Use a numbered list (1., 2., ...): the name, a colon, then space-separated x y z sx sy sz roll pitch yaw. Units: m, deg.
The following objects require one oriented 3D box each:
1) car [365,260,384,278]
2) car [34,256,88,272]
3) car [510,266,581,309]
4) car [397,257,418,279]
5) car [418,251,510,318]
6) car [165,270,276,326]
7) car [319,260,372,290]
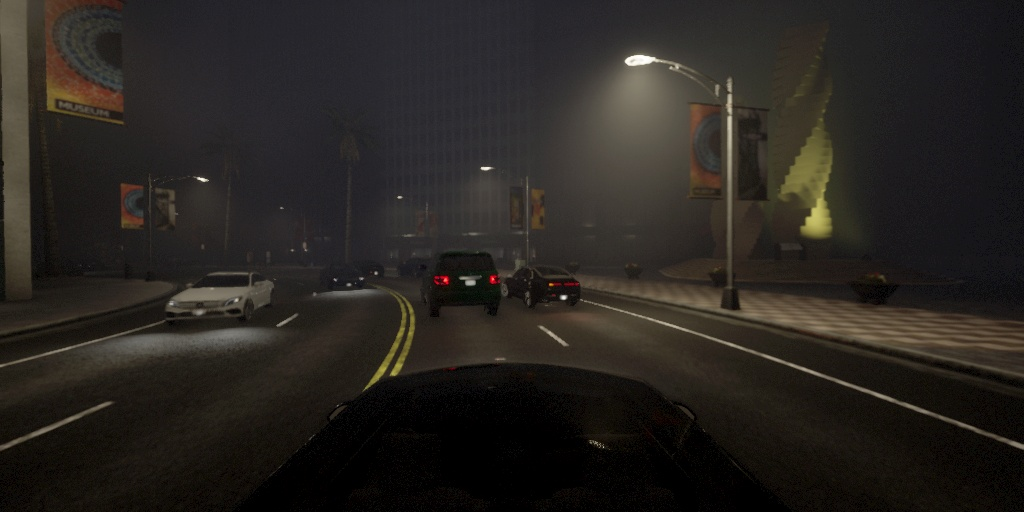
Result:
1. car: -12.075 1.047 29.125 1.837 1.490 4.892 0 0 -44
2. car: -48.915 0.983 38.704 4.553 1.767 2.097 0 1 18
3. car: 1.023 1.125 14.458 1.837 1.490 4.892 0 0 -18
4. car: -7.764 0.868 29.548 2.097 1.767 4.553 -1 1 -40
5. car: -1.998 0.868 12.837 2.150 2.045 5.566 0 0 -17
6. car: -9.237 1.223 11.804 1.812 1.442 4.674 0 1 -21
7. car: -10.318 1.155 21.550 2.033 1.411 5.357 -1 1 -35
